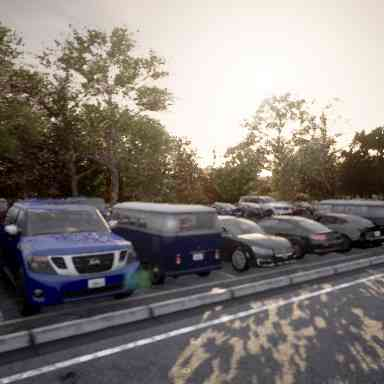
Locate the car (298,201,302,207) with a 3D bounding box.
[{"bbox_3d":[8.950,1.701,33.031,2.097,1.535,5.008,0,0,-36],"label":"car"}]

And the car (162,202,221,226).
[{"bbox_3d":[-0.191,1.644,26.722,1.946,1.575,5.366,0,0,-36],"label":"car"}]

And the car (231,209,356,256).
[{"bbox_3d":[3.528,1.649,13.074,2.002,1.452,4.674,1,0,-36],"label":"car"}]

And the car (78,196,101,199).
[{"bbox_3d":[-6.843,1.327,21.708,2.435,2.045,5.566,1,0,-36],"label":"car"}]

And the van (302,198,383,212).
[{"bbox_3d":[8.026,1.424,16.433,1.878,1.987,4.442,0,0,-36],"label":"van"}]

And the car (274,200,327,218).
[{"bbox_3d":[11.209,1.713,34.644,2.097,1.535,5.008,0,0,-36],"label":"car"}]

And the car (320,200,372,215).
[{"bbox_3d":[18.095,1.746,39.329,1.946,1.575,5.366,0,0,-36],"label":"car"}]

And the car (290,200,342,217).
[{"bbox_3d":[13.467,1.726,36.259,2.231,1.521,4.892,0,0,-36],"label":"car"}]

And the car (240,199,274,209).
[{"bbox_3d":[4.440,1.679,29.795,2.231,1.521,4.892,0,0,-36],"label":"car"}]

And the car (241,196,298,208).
[{"bbox_3d":[6.712,1.439,31.390,2.435,2.045,5.566,0,0,-36],"label":"car"}]

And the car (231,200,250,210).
[{"bbox_3d":[2.180,1.664,28.181,2.097,1.535,5.008,0,0,-36],"label":"car"}]

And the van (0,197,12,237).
[{"bbox_3d":[-11.445,1.290,18.598,1.878,1.987,4.442,1,0,-36],"label":"van"}]

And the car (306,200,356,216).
[{"bbox_3d":[15.712,1.767,37.890,2.163,1.488,4.792,0,0,-36],"label":"car"}]

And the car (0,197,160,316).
[{"bbox_3d":[-3.298,1.270,8.166,2.435,2.045,5.566,1,-1,-36],"label":"car"}]

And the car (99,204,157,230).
[{"bbox_3d":[-4.620,1.634,23.366,2.163,1.488,4.792,1,0,-36],"label":"car"}]

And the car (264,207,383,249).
[{"bbox_3d":[5.795,1.662,14.732,2.163,1.488,4.792,0,0,-36],"label":"car"}]

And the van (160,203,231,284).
[{"bbox_3d":[-1.104,1.329,9.911,1.878,1.987,4.442,1,0,-36],"label":"van"}]

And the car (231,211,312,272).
[{"bbox_3d":[1.243,1.583,11.452,2.231,1.521,4.892,1,0,-36],"label":"car"}]
